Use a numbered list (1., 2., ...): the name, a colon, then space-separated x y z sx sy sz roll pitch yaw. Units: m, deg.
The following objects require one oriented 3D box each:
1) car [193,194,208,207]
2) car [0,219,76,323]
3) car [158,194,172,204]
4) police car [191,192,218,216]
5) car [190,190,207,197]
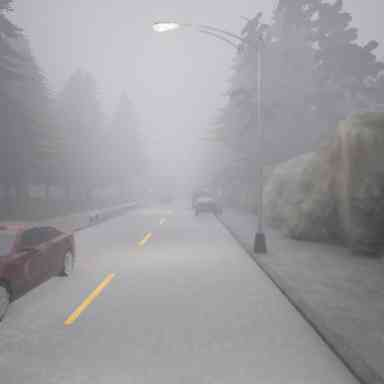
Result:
1. car: 1.112 1.063 45.244 1.801 1.575 5.366 0 0 0
2. car: -4.094 1.415 7.090 1.882 1.535 5.008 0 0 0
3. car: -4.151 1.064 51.143 1.837 1.490 4.892 0 1 0
4. police car: 1.128 1.121 29.163 1.930 1.638 5.238 -4 1 0
5. car: 0.990 0.832 39.083 2.150 2.045 5.566 -3 0 0
